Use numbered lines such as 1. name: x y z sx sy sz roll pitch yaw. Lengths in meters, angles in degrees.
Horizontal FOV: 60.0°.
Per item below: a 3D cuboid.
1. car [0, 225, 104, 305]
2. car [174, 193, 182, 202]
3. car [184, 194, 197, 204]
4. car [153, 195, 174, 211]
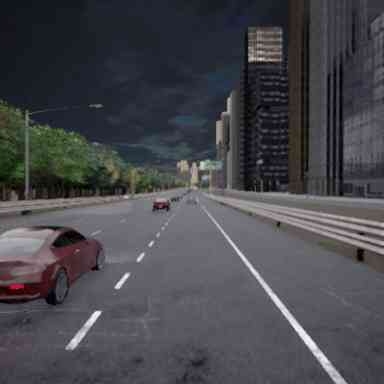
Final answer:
1. car: -3.501 1.522 7.919 1.812 1.442 4.674 0 0 0
2. car: -3.741 1.442 73.995 1.837 1.490 4.892 0 0 0
3. car: -0.081 1.509 61.431 2.033 1.411 5.357 0 0 0
4. car: -3.575 1.461 40.015 1.882 1.535 5.008 0 0 0
